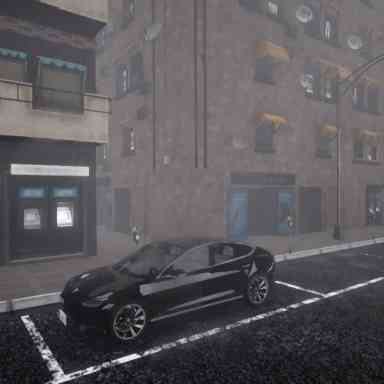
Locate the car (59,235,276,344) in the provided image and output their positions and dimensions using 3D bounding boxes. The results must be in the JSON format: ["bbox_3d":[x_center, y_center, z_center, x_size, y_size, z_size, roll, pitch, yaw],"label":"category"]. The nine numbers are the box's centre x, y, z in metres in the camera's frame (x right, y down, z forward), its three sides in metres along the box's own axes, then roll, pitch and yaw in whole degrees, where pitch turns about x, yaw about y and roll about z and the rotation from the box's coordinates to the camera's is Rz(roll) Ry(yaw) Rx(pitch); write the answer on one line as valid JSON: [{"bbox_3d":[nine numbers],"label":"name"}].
[{"bbox_3d":[-0.224,1.566,6.415,4.313,1.339,1.947,0,0,-36],"label":"car"}]
